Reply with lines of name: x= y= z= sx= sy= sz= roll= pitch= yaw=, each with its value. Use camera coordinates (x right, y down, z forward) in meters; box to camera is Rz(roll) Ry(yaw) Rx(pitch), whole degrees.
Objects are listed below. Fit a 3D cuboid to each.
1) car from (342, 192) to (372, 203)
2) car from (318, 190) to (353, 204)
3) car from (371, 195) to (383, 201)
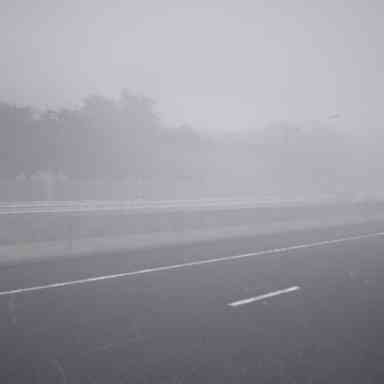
car: x=20.397 y=1.081 z=39.191 sx=4.902 sy=1.511 sz=2.128 roll=-1 pitch=1 yaw=-33
car: x=18.436 y=0.808 z=42.094 sx=5.566 sy=2.045 sz=2.150 roll=-1 pitch=1 yaw=-33
car: x=22.299 y=1.140 z=36.266 sx=5.357 sy=1.411 sz=2.033 roll=-1 pitch=1 yaw=-33
